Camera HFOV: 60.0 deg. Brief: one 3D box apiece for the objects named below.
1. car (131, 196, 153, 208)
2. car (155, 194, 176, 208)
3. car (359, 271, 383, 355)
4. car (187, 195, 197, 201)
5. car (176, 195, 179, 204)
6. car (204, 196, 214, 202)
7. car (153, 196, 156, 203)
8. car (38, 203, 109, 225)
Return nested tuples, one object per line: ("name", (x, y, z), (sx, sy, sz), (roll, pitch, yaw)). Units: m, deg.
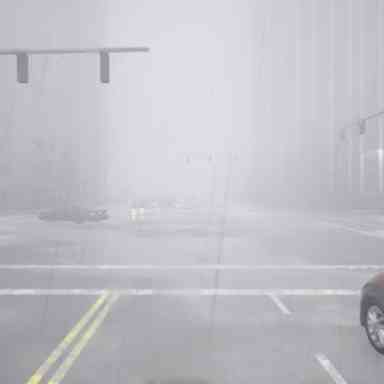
("car", (-7.074, 1.399, 45.621), (2.128, 1.511, 4.902), (0, 0, 0))
("car", (-3.575, 1.412, 45.937), (1.837, 1.490, 4.892), (0, 0, 0))
("car", (3.580, 1.346, 3.214), (2.097, 1.767, 4.553), (0, 0, 0))
("car", (0.005, 1.268, 70.178), (1.895, 1.301, 4.718), (0, 0, 0))
("car", (-3.529, 1.230, 60.908), (2.097, 1.767, 4.553), (0, 0, 1))
("car", (3.505, 1.384, 69.638), (1.895, 1.301, 4.718), (0, 0, 0))
("car", (-7.028, 1.441, 60.679), (1.994, 1.385, 4.181), (0, 0, 1))
("car", (-8.486, 1.499, 23.702), (5.357, 1.411, 2.033), (0, 0, 27))
